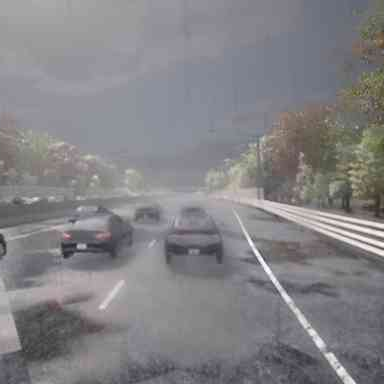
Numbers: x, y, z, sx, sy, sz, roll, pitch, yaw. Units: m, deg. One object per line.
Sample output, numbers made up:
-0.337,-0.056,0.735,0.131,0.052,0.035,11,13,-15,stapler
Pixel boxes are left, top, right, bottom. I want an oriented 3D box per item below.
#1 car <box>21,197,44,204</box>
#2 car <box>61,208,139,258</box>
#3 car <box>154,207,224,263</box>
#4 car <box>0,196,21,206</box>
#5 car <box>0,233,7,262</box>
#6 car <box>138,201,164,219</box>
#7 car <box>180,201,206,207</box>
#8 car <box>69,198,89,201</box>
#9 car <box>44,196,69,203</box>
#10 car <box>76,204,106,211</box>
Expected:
-24.546,1.580,52.906,2.128,1.511,4.902,0,0,0,car
-3.424,1.540,12.677,1.812,1.442,4.674,0,0,0,car
0.072,1.506,11.992,2.128,1.511,4.902,0,0,0,car
-28.045,1.438,51.579,2.097,1.767,4.553,0,0,0,car
-6.949,1.501,8.891,2.128,1.511,4.902,0,0,1,car
-3.426,1.542,27.146,1.837,1.490,4.892,0,0,0,car
0.075,1.542,27.181,1.837,1.490,4.892,0,0,0,car
-17.551,1.616,53.185,1.812,1.442,4.674,0,0,0,car
-21.049,1.441,52.853,2.097,1.767,4.553,0,0,0,car
-6.953,1.577,23.404,2.033,1.411,5.357,0,0,0,car
